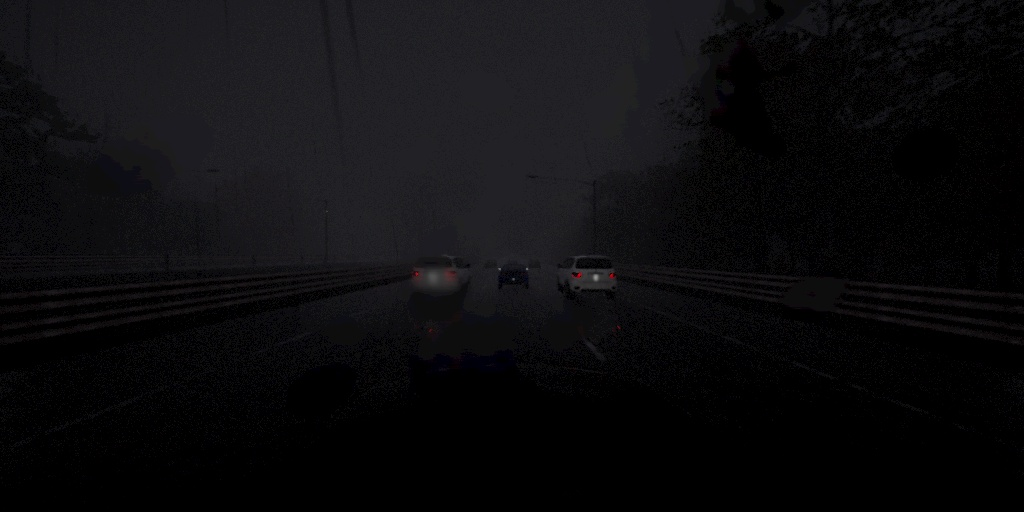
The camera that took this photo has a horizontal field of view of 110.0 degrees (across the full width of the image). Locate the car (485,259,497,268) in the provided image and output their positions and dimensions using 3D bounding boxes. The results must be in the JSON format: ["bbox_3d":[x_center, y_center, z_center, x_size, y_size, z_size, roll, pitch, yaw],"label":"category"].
[{"bbox_3d":[-3.414,1.235,58.989,2.128,1.511,4.902,0,0,0],"label":"car"}]

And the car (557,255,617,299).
[{"bbox_3d":[3.596,0.971,18.043,2.150,2.045,5.566,0,0,0],"label":"car"}]

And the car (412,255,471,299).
[{"bbox_3d":[-3.403,0.971,18.178,2.150,2.045,5.566,0,0,0],"label":"car"}]

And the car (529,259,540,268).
[{"bbox_3d":[3.586,1.235,58.804,2.128,1.511,4.902,0,0,0],"label":"car"}]

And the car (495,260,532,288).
[{"bbox_3d":[0.095,1.225,23.885,1.882,1.535,5.008,0,0,0],"label":"car"}]
